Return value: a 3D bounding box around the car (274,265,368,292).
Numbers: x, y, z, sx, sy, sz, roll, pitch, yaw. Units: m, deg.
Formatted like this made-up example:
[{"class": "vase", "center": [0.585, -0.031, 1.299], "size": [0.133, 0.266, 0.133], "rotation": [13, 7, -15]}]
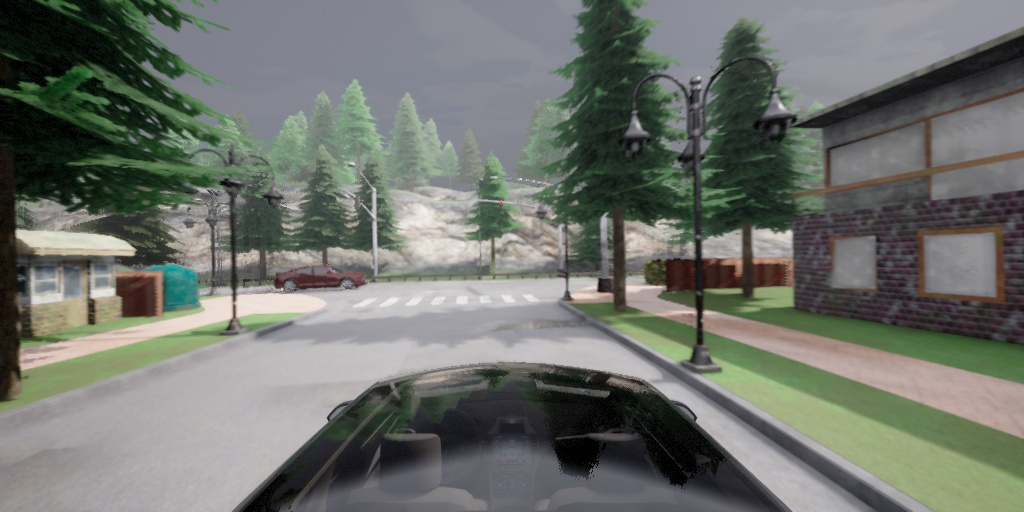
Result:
[{"class": "car", "center": [-11.326, 1.288, 21.473], "size": [5.008, 1.535, 1.882], "rotation": [-1, 0, -8]}]
